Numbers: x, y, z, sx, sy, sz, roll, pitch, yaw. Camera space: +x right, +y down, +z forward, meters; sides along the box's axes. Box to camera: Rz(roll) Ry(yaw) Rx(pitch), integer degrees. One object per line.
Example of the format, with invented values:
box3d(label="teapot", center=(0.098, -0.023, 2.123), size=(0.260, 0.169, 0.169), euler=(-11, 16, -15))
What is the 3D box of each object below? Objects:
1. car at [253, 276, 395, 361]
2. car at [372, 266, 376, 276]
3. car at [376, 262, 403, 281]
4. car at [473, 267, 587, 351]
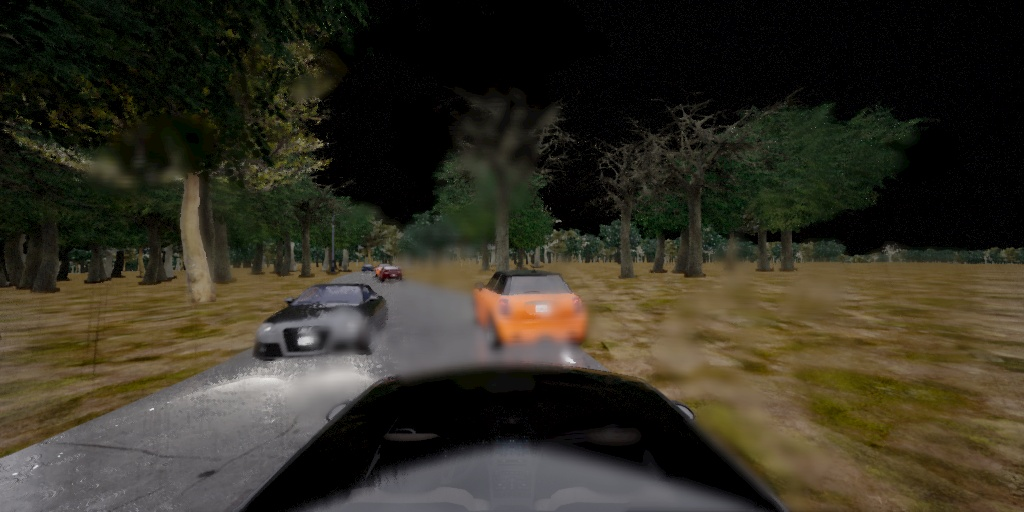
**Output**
box3d(label="car", center=(-4.053, 1.338, 8.313), size=(1.994, 1.385, 4.181), euler=(0, 0, -12))
box3d(label="car", center=(-16.024, 1.675, 44.909), size=(2.097, 1.767, 4.553), euler=(0, -1, -22))
box3d(label="car", center=(-11.946, 1.644, 35.305), size=(1.882, 1.535, 5.008), euler=(0, -1, -25))
box3d(label="car", center=(0.205, 1.130, 9.414), size=(2.097, 1.767, 4.553), euler=(0, 0, -12))
